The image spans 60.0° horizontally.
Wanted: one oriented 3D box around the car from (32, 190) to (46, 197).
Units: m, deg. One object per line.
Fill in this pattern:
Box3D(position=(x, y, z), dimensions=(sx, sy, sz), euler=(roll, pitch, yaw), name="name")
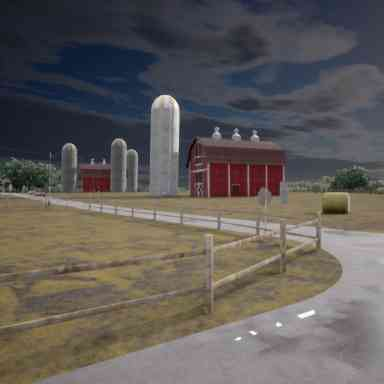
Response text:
Box3D(position=(-38.819, 0.600, 84.881), dimensions=(1.895, 1.301, 4.718), euler=(2, 0, -35), name="car")
